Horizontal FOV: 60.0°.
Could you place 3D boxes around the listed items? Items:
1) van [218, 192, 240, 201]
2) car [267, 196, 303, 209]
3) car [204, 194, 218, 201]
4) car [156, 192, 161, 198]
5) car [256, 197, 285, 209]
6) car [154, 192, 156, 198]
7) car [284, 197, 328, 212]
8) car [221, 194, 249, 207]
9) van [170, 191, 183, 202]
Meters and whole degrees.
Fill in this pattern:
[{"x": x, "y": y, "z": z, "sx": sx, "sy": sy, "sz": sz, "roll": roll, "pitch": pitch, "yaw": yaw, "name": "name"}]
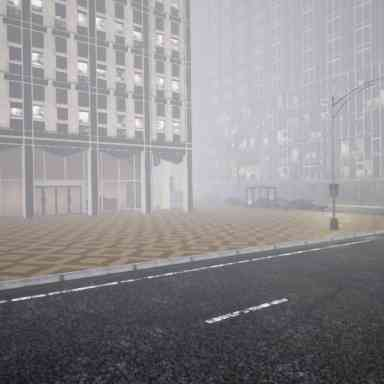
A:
[{"x": 6.987, "y": 0.854, "z": 60.120, "sx": 1.690, "sy": 1.788, "sz": 3.998, "roll": 0, "pitch": 1, "yaw": -34, "name": "van"}, {"x": 11.884, "y": 1.327, "z": 42.648, "sx": 1.994, "sy": 1.385, "sz": 4.181, "roll": -1, "pitch": 1, "yaw": -34, "name": "car"}, {"x": 3.786, "y": 1.042, "z": 64.820, "sx": 1.802, "sy": 1.307, "sz": 4.206, "roll": 0, "pitch": 1, "yaw": -34, "name": "car"}, {"x": -5.818, "y": 0.614, "z": 78.905, "sx": 2.192, "sy": 1.841, "sz": 5.009, "roll": 0, "pitch": 1, "yaw": -34, "name": "car"}, {"x": 9.574, "y": 1.387, "z": 41.255, "sx": 1.802, "sy": 1.307, "sz": 4.206, "roll": 0, "pitch": 1, "yaw": -34, "name": "car"}, {"x": -9.020, "y": 0.685, "z": 83.603, "sx": 1.967, "sy": 1.590, "sz": 4.097, "roll": 0, "pitch": 1, "yaw": -34, "name": "car"}, {"x": 12.761, "y": 1.423, "z": 36.547, "sx": 1.947, "sy": 1.339, "sz": 4.313, "roll": 0, "pitch": 1, "yaw": -34, "name": "car"}, {"x": 6.421, "y": 1.319, "z": 45.984, "sx": 1.947, "sy": 1.339, "sz": 4.313, "roll": 0, "pitch": 1, "yaw": -34, "name": "car"}, {"x": -3.138, "y": 0.936, "z": 60.098, "sx": 1.690, "sy": 1.788, "sz": 3.998, "roll": 0, "pitch": 1, "yaw": -34, "name": "van"}]
